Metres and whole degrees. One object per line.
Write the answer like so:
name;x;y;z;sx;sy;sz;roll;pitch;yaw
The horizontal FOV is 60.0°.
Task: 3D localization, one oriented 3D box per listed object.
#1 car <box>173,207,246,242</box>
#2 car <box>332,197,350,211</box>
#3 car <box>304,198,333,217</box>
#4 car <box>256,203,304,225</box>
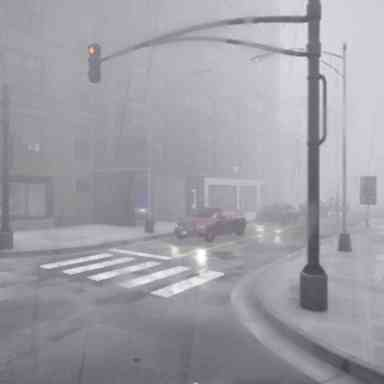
car;1.056;1.511;16.474;1.812;1.442;4.674;0;0;37
car;17.267;1.352;39.466;2.097;1.767;4.553;0;0;36
car;11.391;1.496;31.169;1.837;1.490;4.892;0;0;35
car;6.172;1.550;23.756;1.994;1.385;4.181;0;0;35
